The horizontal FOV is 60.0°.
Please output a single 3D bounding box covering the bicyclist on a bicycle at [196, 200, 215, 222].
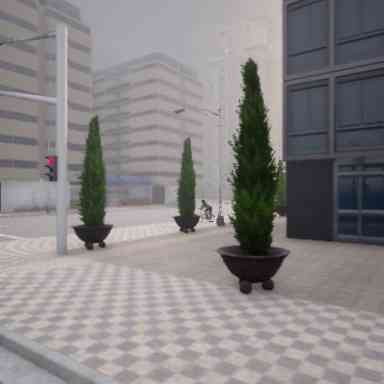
[{"bbox_3d":[0.922,1.361,23.777,1.656,1.620,0.582,0,0,35],"label":"bicyclist on a bicycle"}]
